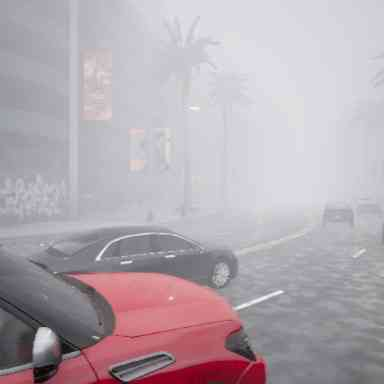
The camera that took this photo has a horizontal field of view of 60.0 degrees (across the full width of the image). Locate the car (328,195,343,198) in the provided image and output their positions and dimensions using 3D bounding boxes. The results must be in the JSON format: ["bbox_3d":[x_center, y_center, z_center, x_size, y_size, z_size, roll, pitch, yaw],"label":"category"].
[{"bbox_3d":[21.627,1.503,48.887,1.812,1.442,4.674,0,0,16],"label":"car"}]

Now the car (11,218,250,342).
[{"bbox_3d":[-1.042,1.500,7.307,4.892,1.490,1.837,0,1,-40],"label":"car"}]

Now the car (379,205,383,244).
[{"bbox_3d":[9.928,1.348,15.081,2.097,1.767,4.553,0,0,33],"label":"car"}]

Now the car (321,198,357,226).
[{"bbox_3d":[10.292,1.467,23.629,1.882,1.535,5.008,0,0,22],"label":"car"}]

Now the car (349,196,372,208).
[{"bbox_3d":[24.785,1.461,49.062,2.231,1.521,4.892,0,0,16],"label":"car"}]

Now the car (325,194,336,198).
[{"bbox_3d":[32.877,1.318,77.300,2.185,1.767,4.553,0,0,16],"label":"car"}]

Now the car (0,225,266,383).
[{"bbox_3d":[-2.019,1.218,2.009,5.566,2.045,2.150,0,0,-36],"label":"car"}]

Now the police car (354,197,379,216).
[{"bbox_3d":[16.656,1.412,32.151,1.930,1.638,5.238,0,0,17],"label":"police car"}]

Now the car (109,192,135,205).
[{"bbox_3d":[-10.836,0.982,51.444,2.435,2.045,5.566,0,0,16],"label":"car"}]
